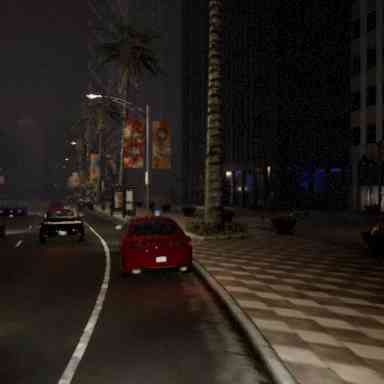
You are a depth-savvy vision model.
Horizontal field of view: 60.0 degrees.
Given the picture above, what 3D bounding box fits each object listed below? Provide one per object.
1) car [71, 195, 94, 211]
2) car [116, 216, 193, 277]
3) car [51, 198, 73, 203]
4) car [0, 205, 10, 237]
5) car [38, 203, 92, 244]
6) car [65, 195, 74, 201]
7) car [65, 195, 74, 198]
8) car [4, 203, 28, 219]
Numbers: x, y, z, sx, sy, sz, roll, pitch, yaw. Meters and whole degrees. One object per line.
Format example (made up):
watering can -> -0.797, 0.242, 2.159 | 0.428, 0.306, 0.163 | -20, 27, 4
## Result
car -> -13.162, 1.471, 40.701 | 2.231, 1.521, 4.892 | 0, 0, -23
car -> -1.321, 1.476, 10.433 | 1.882, 1.535, 5.008 | 0, 0, -13
car -> -12.038, 1.524, 29.941 | 1.812, 1.442, 4.674 | 0, 0, -23
car -> -9.515, 1.525, 14.729 | 1.812, 1.442, 4.674 | 0, 0, -22
car -> -6.270, 1.491, 16.040 | 2.128, 1.511, 4.902 | 0, 0, -22
car -> -32.534, 1.487, 88.208 | 2.161, 1.482, 4.786 | 0, 0, -23
car -> -24.412, 1.335, 67.836 | 2.185, 1.767, 4.553 | 0, 0, -23
car -> -15.282, 1.604, 28.626 | 1.895, 1.301, 4.718 | 0, 0, -23
